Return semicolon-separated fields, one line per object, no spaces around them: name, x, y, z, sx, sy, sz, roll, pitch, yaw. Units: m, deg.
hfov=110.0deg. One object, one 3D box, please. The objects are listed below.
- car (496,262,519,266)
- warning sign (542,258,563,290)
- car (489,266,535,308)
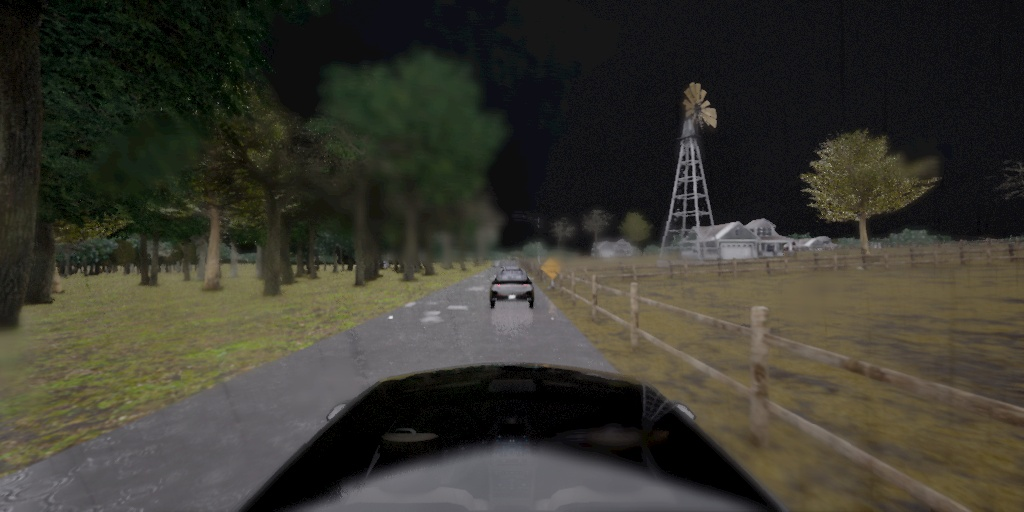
car;-0.004;1.508;31.146;2.128;1.511;4.902;0;0;0
warning sign;2.445;1.052;21.531;1.300;1.860;1.060;0;0;0
car;0.000;1.379;16.145;2.128;1.511;4.902;0;0;0
